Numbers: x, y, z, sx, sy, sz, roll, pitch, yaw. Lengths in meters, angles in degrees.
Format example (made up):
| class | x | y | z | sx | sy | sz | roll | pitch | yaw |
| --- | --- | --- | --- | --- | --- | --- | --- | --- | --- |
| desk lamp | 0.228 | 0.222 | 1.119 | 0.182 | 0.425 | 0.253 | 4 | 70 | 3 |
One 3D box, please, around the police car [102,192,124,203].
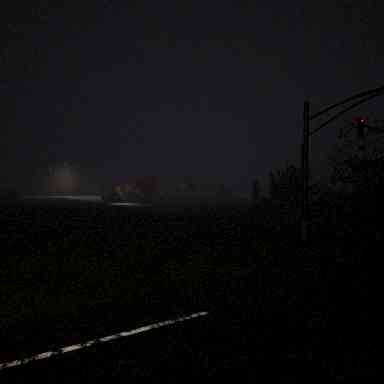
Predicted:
| class | x | y | z | sx | sy | sz | roll | pitch | yaw |
| --- | --- | --- | --- | --- | --- | --- | --- | --- | --- |
| police car | -11.832 | 0.822 | 49.771 | 2.038 | 1.542 | 4.974 | 1 | 0 | -32 |
